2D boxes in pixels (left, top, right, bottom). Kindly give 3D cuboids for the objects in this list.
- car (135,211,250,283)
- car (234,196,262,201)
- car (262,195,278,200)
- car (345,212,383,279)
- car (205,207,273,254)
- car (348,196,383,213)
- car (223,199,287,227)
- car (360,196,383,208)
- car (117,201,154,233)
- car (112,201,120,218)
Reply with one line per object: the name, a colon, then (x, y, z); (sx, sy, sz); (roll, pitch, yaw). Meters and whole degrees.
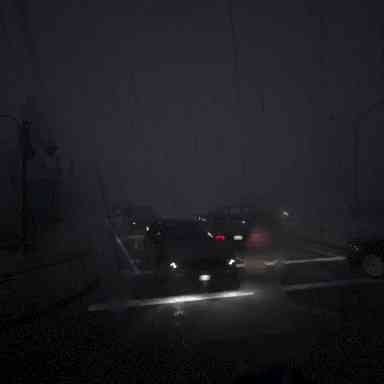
car: (-0.371, 1.543, 10.093); (2.033, 1.411, 5.357); (0, 0, -14)
car: (7.433, 1.288, 46.124); (2.007, 1.523, 4.514); (0, 0, -17)
car: (10.423, 1.278, 47.074); (2.152, 1.636, 5.027); (0, 0, -17)
car: (6.518, 1.476, 8.218); (5.008, 1.535, 1.882); (0, 0, 40)
car: (1.355, 1.538, 13.390); (2.033, 1.411, 5.357); (0, 0, -3)
car: (15.633, 1.356, 29.149); (1.970, 1.475, 3.806); (0, 0, -17)
car: (2.860, 1.467, 19.893); (5.357, 1.411, 2.033); (-3, 1, -15)
car: (23.971, 1.274, 43.118); (1.845, 1.501, 3.633); (0, 0, -17)
car: (-3.083, 1.529, 19.933); (2.033, 1.411, 5.357); (0, 0, -17)
car: (-6.222, 1.515, 30.091); (2.033, 1.411, 5.357); (0, 0, -17)
